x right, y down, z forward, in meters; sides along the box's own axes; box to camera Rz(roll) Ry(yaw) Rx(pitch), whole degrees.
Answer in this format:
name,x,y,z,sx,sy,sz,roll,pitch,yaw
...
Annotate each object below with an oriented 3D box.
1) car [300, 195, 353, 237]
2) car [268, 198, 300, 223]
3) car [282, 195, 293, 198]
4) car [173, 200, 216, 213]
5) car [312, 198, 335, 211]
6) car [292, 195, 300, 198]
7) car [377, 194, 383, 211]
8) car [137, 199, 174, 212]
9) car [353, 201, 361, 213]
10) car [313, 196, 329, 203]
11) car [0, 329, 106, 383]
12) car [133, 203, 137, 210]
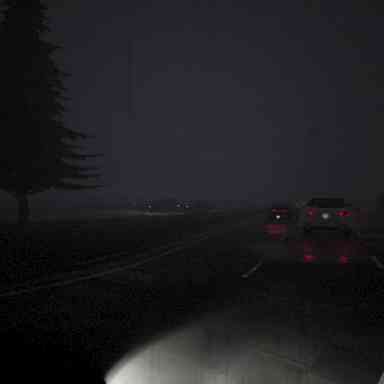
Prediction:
name,x,y,z,sx,sy,sz,roll,pitch,yaw
car,7.549,1.217,18.438,2.150,2.045,5.566,0,0,24
car,7.253,1.507,25.904,1.837,1.490,4.892,0,0,27
car,21.406,1.354,73.571,2.097,1.767,4.553,0,0,38
car,0.542,1.631,37.709,4.718,1.301,1.895,0,0,-44
car,16.737,1.516,42.069,1.812,1.442,4.674,0,0,33
car,23.653,1.492,70.751,1.837,1.490,4.892,0,0,38
car,22.939,1.193,38.789,2.150,2.045,5.566,0,0,33
car,-3.489,1.546,38.739,4.892,1.490,1.837,0,0,-43
car,17.764,1.584,37.261,1.895,1.301,4.718,0,0,32
car,26.935,1.533,69.276,1.994,1.385,4.181,0,0,38
car,-2.541,1.572,1.927,4.181,1.385,1.994,0,0,-32
car,-5.048,1.649,42.005,4.718,1.301,1.895,0,0,-44
